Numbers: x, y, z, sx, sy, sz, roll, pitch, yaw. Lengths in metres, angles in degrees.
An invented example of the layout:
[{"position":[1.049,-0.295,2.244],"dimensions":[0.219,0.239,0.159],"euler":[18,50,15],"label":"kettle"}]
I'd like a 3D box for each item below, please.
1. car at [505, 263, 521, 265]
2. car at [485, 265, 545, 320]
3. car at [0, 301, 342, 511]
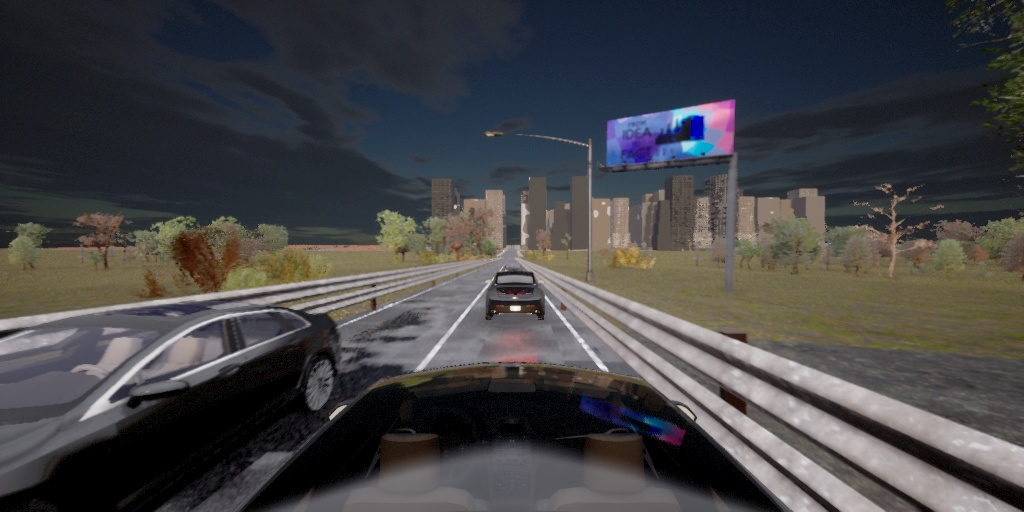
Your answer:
[{"position":[0.097,1.340,33.908],"dimensions":[1.895,1.301,4.718],"euler":[0,0,0],"label":"car"},{"position":[0.098,1.251,12.674],"dimensions":[1.837,1.490,4.892],"euler":[0,0,0],"label":"car"},{"position":[-3.348,1.241,3.183],"dimensions":[2.128,1.511,4.902],"euler":[0,0,0],"label":"car"}]
